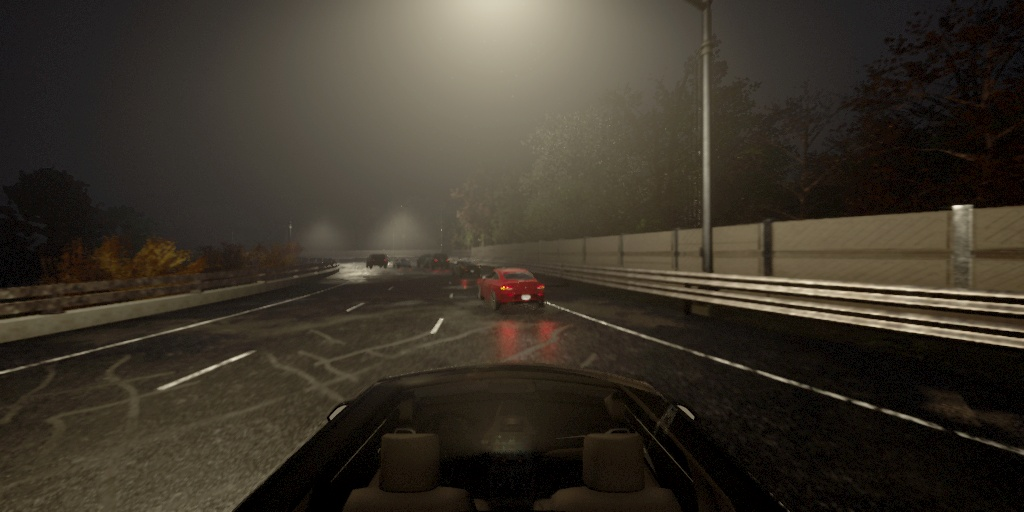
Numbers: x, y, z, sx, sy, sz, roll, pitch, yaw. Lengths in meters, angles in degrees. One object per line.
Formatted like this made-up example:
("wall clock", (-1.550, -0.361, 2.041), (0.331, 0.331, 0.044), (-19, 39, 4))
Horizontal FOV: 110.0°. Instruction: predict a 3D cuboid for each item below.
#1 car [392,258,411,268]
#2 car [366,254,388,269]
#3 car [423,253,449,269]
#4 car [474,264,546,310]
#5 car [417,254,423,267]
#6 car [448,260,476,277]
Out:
("car", (-15.920, 0.981, 51.909), (1.812, 1.442, 4.674), (-1, 1, -29))
("car", (-18.874, 0.713, 50.012), (2.150, 2.045, 5.566), (-1, 1, -29))
("car", (-9.826, 0.673, 47.296), (2.150, 2.045, 5.566), (-1, 1, -24))
("car", (-0.115, 1.177, 14.076), (1.812, 1.442, 4.674), (-1, 1, -15))
("car", (-12.313, 0.647, 52.698), (2.150, 2.045, 5.566), (-1, 1, -29))
("car", (-4.105, 1.061, 31.940), (1.812, 1.442, 4.674), (-1, 1, -21))
